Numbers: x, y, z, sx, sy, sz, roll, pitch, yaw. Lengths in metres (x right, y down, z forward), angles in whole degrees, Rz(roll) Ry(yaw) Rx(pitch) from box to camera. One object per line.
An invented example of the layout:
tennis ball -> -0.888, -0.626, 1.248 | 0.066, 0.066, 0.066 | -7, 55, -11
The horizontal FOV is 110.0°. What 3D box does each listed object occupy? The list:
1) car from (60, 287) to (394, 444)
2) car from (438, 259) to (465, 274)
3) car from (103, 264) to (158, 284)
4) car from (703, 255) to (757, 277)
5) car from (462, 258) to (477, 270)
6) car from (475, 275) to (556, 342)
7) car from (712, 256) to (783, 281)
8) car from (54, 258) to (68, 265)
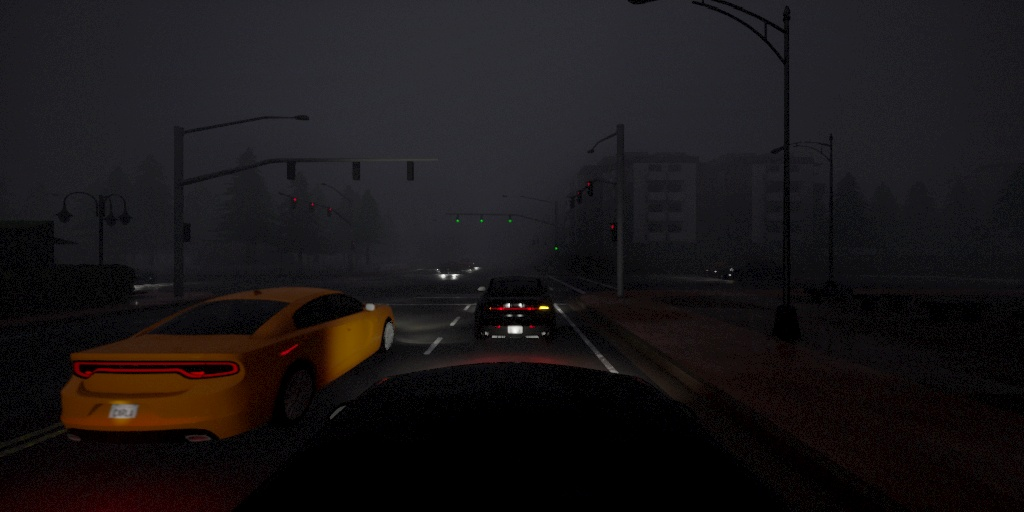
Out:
car -> -3.444, 1.228, 5.677 | 1.882, 1.535, 5.008 | 0, 0, 1
car -> -7.044, 1.314, 41.411 | 1.994, 1.385, 4.181 | 0, 0, 0
car -> -27.667, 1.276, 25.070 | 4.674, 1.442, 1.812 | 0, 0, -2
car -> 20.898, 0.971, 33.283 | 5.566, 2.045, 2.150 | 0, 0, 1
car -> -6.911, 1.102, 53.288 | 2.097, 1.767, 4.553 | 0, 0, 1
car -> 0.095, 1.256, 9.792 | 1.837, 1.490, 4.892 | 0, 0, 1
car -> 19.635, 1.102, 29.708 | 4.553, 1.767, 2.097 | 0, 0, 0
car -> -28.972, 0.971, 21.517 | 5.566, 2.045, 2.150 | 0, 0, -1
